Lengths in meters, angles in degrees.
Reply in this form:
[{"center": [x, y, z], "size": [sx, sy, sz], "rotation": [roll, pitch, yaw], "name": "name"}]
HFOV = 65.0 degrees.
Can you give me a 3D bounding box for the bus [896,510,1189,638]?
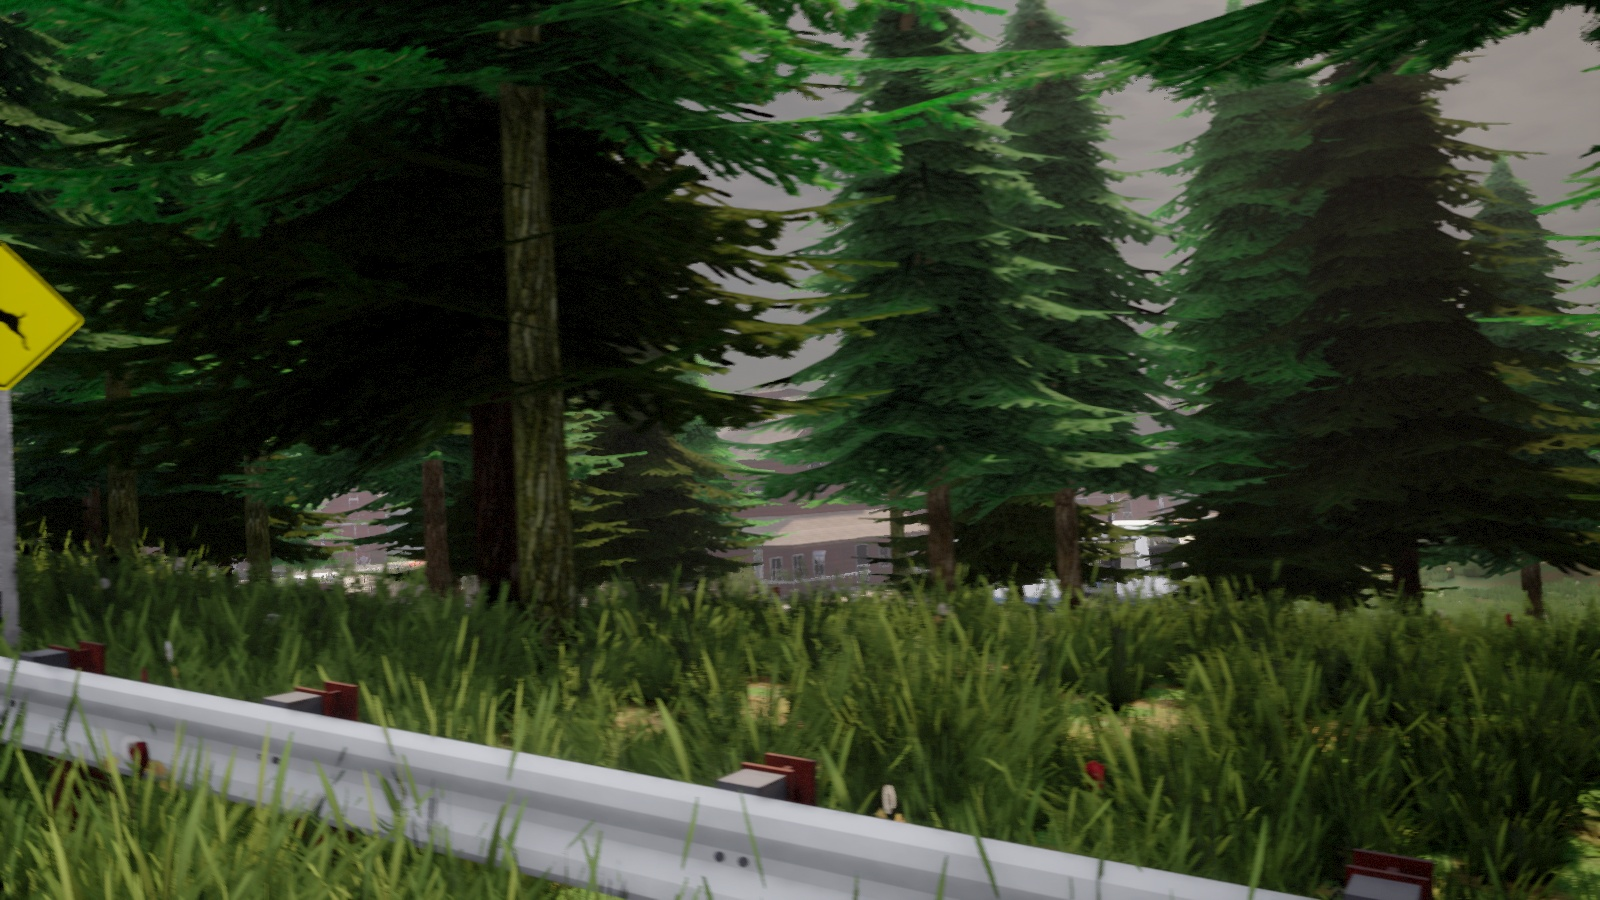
[{"center": [9.256, 4.859, 49.040], "size": [10.273, 4.253, 3.944], "rotation": [-6, -3, 39], "name": "bus"}]
